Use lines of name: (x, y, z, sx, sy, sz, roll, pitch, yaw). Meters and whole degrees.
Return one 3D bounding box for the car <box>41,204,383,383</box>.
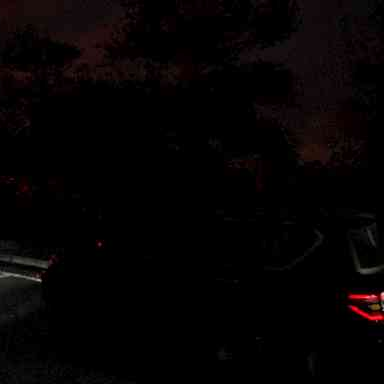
car: (0.077, 1.205, 5.091, 5.566, 2.045, 2.150, 0, 0, 34)
